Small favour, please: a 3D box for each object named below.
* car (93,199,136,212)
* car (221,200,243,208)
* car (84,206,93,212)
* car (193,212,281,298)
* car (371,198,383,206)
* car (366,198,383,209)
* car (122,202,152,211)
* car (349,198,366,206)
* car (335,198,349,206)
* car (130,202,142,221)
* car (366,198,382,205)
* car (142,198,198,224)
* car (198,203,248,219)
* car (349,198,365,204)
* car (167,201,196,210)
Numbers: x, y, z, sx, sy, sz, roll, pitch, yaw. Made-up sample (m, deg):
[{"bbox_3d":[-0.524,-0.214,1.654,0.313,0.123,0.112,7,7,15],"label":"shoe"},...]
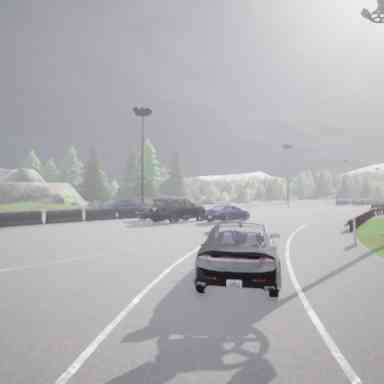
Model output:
[{"bbox_3d":[-9.908,1.943,44.881,2.150,2.045,5.566,-2,-1,42],"label":"car"},{"bbox_3d":[8.558,2.476,70.817,2.128,1.511,4.902,-2,-1,42],"label":"car"},{"bbox_3d":[-12.826,2.290,46.856,2.128,1.511,4.902,-2,-2,42],"label":"car"},{"bbox_3d":[1.266,1.538,8.772,2.128,1.511,4.902,0,0,11],"label":"car"},{"bbox_3d":[37.595,2.033,66.581,2.033,1.411,5.357,-2,-1,42],"label":"car"},{"bbox_3d":[29.591,1.889,52.188,2.033,1.411,5.357,-2,-1,42],"label":"car"},{"bbox_3d":[-9.276,2.415,56.123,1.837,1.490,4.892,-2,-1,42],"label":"car"},{"bbox_3d":[34.982,2.094,68.909,2.128,1.511,4.902,-2,-1,42],"label":"car"},{"bbox_3d":[32.369,2.123,71.238,1.882,1.535,5.008,-2,-1,42],"label":"car"},{"bbox_3d":[-3.084,1.898,31.169,1.837,1.490,4.892,-2,-1,42],"label":"car"},{"bbox_3d":[41.915,2.078,76.689,2.128,1.511,4.902,-2,-1,42],"label":"car"},{"bbox_3d":[-1.161,1.534,28.071,2.150,2.045,5.566,-2,-1,42],"label":"car"},{"bbox_3d":[2.919,1.769,27.389,1.812,1.442,4.674,-2,-1,42],"label":"car"},{"bbox_3d":[39.302,2.154,79.017,2.128,1.511,4.902,-2,-1,42],"label":"car"},{"bbox_3d":[-1.783,2.420,59.295,2.033,1.411,5.357,-2,-1,42],"label":"car"}]
